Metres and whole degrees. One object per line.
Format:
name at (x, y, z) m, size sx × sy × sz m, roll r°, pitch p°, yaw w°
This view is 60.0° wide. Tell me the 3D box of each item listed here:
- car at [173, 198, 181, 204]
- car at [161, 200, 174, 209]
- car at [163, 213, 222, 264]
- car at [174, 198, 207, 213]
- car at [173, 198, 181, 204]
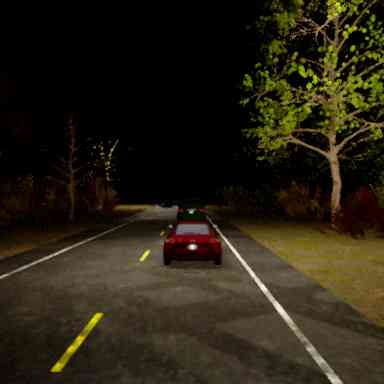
car at (-3.820, 2.269, 83.903) m, size 2.033 × 1.411 × 5.357 m, roll 0°, pitch -1°, yaw -2°
car at (-4.271, 2.159, 58.039) m, size 1.837 × 1.490 × 4.892 m, roll 0°, pitch -1°, yaw -4°
car at (0.028, 1.712, 12.423) m, size 1.994 × 1.385 × 4.181 m, roll 0°, pitch -1°, yaw 0°
car at (-0.040, 1.532, 26.242) m, size 2.150 × 2.045 × 5.566 m, roll 0°, pitch 0°, yaw 0°
car at (-3.980, 2.421, 91.229) m, size 1.994 × 1.385 × 4.181 m, roll 0°, pitch -1°, yaw 0°
